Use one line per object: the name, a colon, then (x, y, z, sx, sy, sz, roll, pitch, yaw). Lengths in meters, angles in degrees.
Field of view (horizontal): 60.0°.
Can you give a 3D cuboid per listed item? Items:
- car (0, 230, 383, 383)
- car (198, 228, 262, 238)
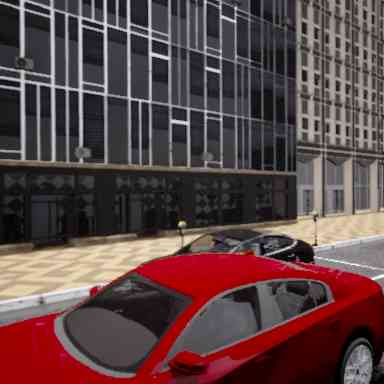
car: (0.002, 1.454, 3.364, 5.008, 1.535, 1.882, -1, 1, -35)
car: (0.839, 1.506, 7.103, 4.313, 1.339, 1.947, -1, 1, -35)
